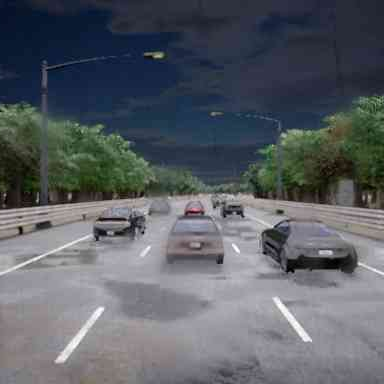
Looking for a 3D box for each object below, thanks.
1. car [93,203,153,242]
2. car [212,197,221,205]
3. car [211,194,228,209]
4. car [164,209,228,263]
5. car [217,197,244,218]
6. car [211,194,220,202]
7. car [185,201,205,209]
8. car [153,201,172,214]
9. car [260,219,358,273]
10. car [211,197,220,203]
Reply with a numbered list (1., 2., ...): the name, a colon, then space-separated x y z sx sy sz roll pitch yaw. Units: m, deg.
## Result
1. car: -3.387 1.496 16.287 2.128 1.511 4.902 0 0 0
2. car: 4.865 1.745 66.392 1.812 1.442 4.674 0 0 3
3. car: 4.093 1.453 48.558 2.097 1.767 4.553 0 0 2
4. car: 0.102 1.547 11.881 2.033 1.411 5.357 0 0 0
5. car: 3.644 1.528 30.714 1.837 1.490 4.892 0 0 1
6. car: 6.316 1.639 89.235 2.150 2.045 5.566 0 0 5
7. car: 0.309 1.608 33.983 1.994 1.385 4.181 0 0 1
8. car: -3.193 1.607 33.902 1.994 1.385 4.181 0 0 1
9. car: 3.503 1.559 10.703 1.994 1.385 4.181 0 0 0
10. car: 5.554 1.917 78.351 1.895 1.301 4.718 0 0 4
